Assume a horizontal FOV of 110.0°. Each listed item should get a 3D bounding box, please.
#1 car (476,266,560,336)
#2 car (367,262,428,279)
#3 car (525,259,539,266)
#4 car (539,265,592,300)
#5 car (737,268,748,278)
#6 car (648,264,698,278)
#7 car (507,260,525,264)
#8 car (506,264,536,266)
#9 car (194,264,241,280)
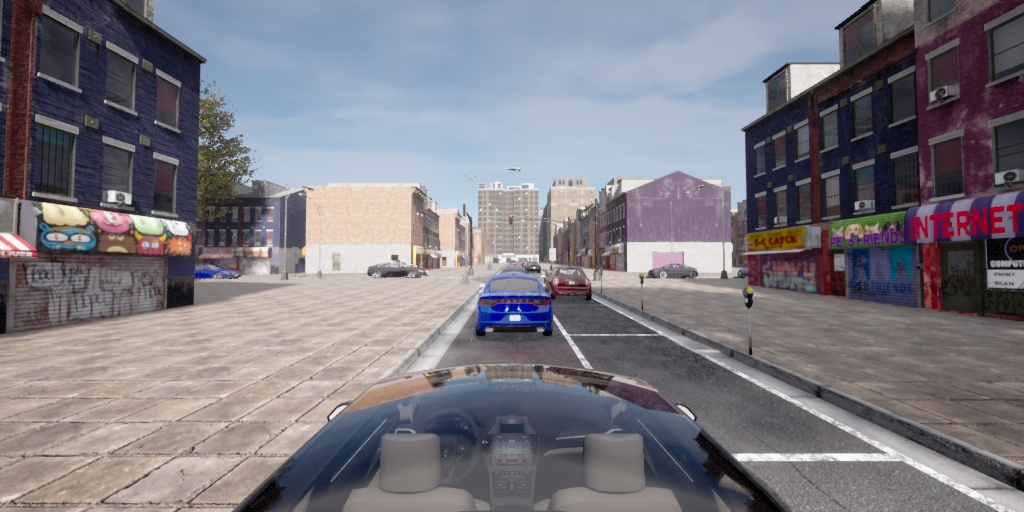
[{"bbox_3d":[0.036,1.233,10.473,1.882,1.535,5.008,0,0,-1],"label":"car"},{"bbox_3d":[-9.512,1.247,29.826,4.902,1.511,2.128,0,-2,0],"label":"car"},{"bbox_3d":[2.620,1.420,44.537,1.948,1.339,4.313,0,0,0],"label":"car"},{"bbox_3d":[2.629,1.206,17.793,1.967,1.591,4.097,0,0,0],"label":"car"},{"bbox_3d":[23.049,1.337,32.576,4.674,1.442,1.812,0,-2,0],"label":"car"},{"bbox_3d":[14.595,1.379,32.628,4.181,1.385,1.994,0,-2,0],"label":"car"},{"bbox_3d":[0.235,1.448,43.207,1.895,1.301,4.718,0,0,-2],"label":"car"},{"bbox_3d":[0.093,1.292,17.992,1.812,1.442,4.674,0,0,0],"label":"car"},{"bbox_3d":[-25.315,1.397,29.919,4.674,1.442,1.812,-1,-2,0],"label":"car"}]
